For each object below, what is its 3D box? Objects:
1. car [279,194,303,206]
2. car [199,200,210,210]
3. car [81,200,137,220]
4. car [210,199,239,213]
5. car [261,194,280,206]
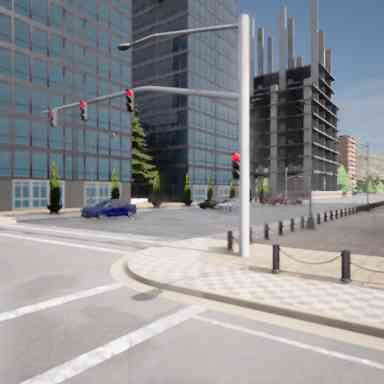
[{"bbox_3d":[16.455,1.466,53.893,2.128,1.511,4.902,0,0,36],"label":"car"},{"bbox_3d":[2.845,1.570,41.259,1.895,1.301,4.718,0,0,36],"label":"car"},{"bbox_3d":[-6.836,1.450,27.751,1.882,1.535,5.008,0,0,36],"label":"car"},{"bbox_3d":[4.335,1.491,37.333,1.812,1.442,4.674,0,0,36],"label":"car"},{"bbox_3d":[13.619,1.281,55.945,2.150,2.045,5.566,0,0,36],"label":"car"}]
